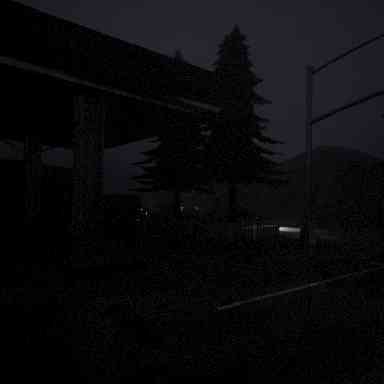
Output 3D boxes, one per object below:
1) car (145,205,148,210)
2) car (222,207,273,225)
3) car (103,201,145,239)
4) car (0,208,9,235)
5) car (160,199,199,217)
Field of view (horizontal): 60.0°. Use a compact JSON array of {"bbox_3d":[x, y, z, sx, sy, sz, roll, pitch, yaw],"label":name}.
[{"bbox_3d":[-7.460,1.661,41.345,2.033,1.411,5.357,1,0,-35],"label":"car"},{"bbox_3d":[4.112,1.813,25.044,1.994,1.385,4.181,1,0,-35],"label":"car"},{"bbox_3d":[-4.505,1.445,18.311,1.905,1.878,3.866,1,0,-36],"label":"car"},{"bbox_3d":[-11.637,1.520,18.492,2.242,1.667,4.611,1,0,-36],"label":"car"},{"bbox_3d":[-1.309,1.537,32.682,2.097,1.767,4.553,1,0,-36],"label":"car"}]
